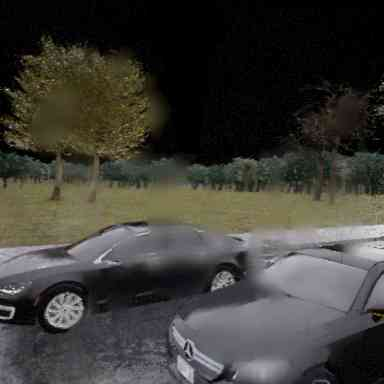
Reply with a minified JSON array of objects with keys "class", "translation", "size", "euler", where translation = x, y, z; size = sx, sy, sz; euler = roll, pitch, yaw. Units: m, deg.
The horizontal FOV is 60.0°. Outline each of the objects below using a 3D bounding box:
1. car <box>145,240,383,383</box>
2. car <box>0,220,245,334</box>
[{"class":"car","translation":[1.944,1.483,4.391],"size":[4.674,1.442,1.812],"euler":[1,1,-31]},{"class":"car","translation":[-1.045,1.337,6.393],"size":[4.892,1.490,1.837],"euler":[1,1,-31]}]
